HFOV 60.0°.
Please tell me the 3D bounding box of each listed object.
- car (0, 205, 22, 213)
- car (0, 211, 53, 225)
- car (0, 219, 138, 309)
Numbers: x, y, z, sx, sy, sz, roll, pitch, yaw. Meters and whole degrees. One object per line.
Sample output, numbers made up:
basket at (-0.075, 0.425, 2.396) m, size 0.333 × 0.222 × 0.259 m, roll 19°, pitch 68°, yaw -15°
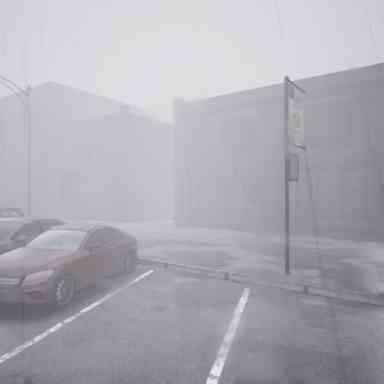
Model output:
car at (-7.752, 1.365, 11.674) m, size 2.185 × 1.767 × 4.553 m, roll 1°, pitch -1°, yaw 16°
car at (-5.332, 1.517, 9.866) m, size 2.163 × 1.488 × 4.792 m, roll 1°, pitch -1°, yaw 16°
car at (-2.882, 1.527, 8.148) m, size 2.002 × 1.452 × 4.674 m, roll 1°, pitch -1°, yaw 16°
